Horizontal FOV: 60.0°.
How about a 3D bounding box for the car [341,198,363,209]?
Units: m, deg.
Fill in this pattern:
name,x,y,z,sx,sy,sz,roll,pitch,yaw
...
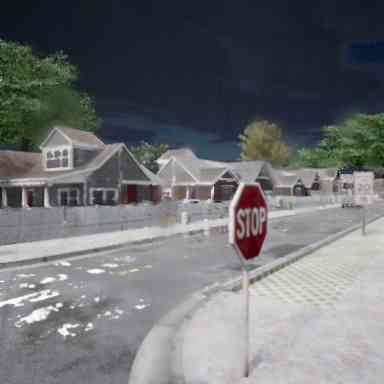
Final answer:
name,x,y,z,sx,sy,sz,roll,pitch,yaw
car,20.378,1.450,42.313,1.994,1.385,4.181,0,0,36
